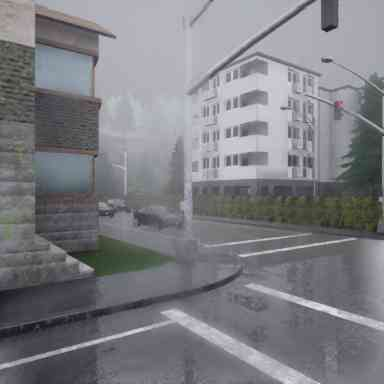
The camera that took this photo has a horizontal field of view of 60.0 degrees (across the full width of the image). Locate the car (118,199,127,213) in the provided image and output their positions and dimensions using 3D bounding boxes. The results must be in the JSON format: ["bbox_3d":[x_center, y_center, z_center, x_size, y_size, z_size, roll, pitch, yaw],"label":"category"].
[{"bbox_3d":[-8.742,1.530,37.626,2.097,1.767,4.553,0,0,-35],"label":"car"}]

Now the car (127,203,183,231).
[{"bbox_3d":[-2.297,1.683,22.234,1.837,1.490,4.892,0,-1,-36],"label":"car"}]

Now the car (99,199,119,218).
[{"bbox_3d":[-9.043,1.654,31.718,1.882,1.535,5.008,0,0,-35],"label":"car"}]
